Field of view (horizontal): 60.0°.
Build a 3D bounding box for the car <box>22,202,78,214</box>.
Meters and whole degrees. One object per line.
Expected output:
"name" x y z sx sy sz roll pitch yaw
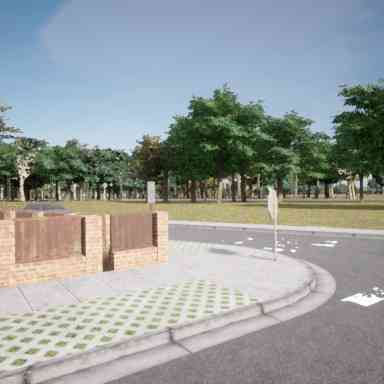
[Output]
"car" -9.603 1.504 22.529 4.553 1.767 2.097 -1 0 31
